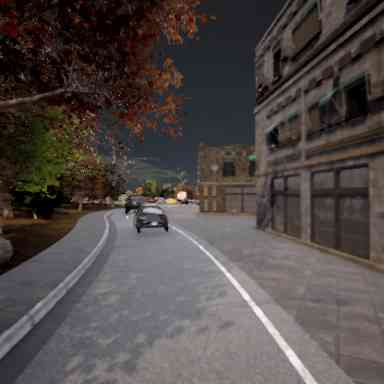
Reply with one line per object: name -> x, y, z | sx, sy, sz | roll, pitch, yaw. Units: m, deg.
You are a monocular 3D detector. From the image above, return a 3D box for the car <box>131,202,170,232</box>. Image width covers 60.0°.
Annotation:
car -> -2.564, 1.554, 20.315 | 1.812, 1.442, 4.674 | 0, 0, -13

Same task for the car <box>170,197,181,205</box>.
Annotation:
car -> -5.190, 2.306, 81.300 | 2.097, 1.535, 5.008 | 4, -2, -26

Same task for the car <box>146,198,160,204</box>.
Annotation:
car -> -10.929, 2.425, 93.091 | 2.163, 1.488, 4.792 | 4, -2, -26

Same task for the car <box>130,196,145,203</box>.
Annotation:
car -> -12.692, 1.796, 77.670 | 2.163, 1.488, 4.792 | 4, -2, -26

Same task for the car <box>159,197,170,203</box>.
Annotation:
car -> -7.699, 2.006, 80.136 | 2.185, 1.767, 4.553 | 4, -2, -26

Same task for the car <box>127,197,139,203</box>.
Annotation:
car -> -16.044, 2.069, 90.606 | 2.002, 1.452, 4.674 | 4, -2, -26

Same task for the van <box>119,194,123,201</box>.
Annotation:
van -> -18.378, 1.629, 89.343 | 1.878, 1.987, 4.442 | 4, -1, -26

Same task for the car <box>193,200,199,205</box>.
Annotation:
car -> -0.165, 2.630, 83.713 | 2.231, 1.521, 4.892 | 3, -2, -26

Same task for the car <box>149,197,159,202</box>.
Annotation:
car -> -10.213, 1.979, 78.926 | 2.163, 1.488, 4.792 | 4, -2, -26

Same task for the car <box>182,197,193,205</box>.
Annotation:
car -> -2.678, 2.222, 82.546 | 2.435, 2.045, 5.566 | 4, -2, -26

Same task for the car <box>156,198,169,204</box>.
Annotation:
car -> -8.483, 2.560, 94.440 | 1.946, 1.575, 5.366 | 4, -2, -26

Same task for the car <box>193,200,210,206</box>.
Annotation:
car -> 2.345, 2.804, 84.893 | 2.163, 1.488, 4.792 | 3, -2, -26

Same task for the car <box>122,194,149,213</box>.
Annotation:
car -> -6.520, 1.363, 38.851 | 2.150, 2.045, 5.566 | 0, -1, -7
